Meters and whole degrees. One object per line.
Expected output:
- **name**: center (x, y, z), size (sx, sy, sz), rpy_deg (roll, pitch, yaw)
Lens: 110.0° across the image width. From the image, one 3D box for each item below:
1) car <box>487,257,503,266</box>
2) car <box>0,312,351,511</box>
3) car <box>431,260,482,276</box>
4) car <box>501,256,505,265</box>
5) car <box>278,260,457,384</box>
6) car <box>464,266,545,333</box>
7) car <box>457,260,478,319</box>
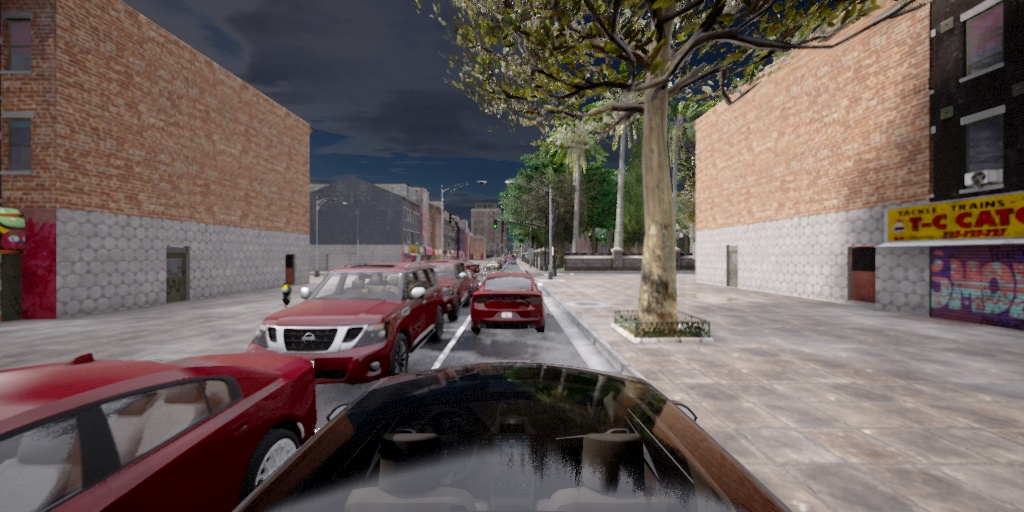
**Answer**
- **car**: center (-2.620, 1.265, 50.674), size (1.751, 1.417, 4.829), rpy_deg (0, 0, 0)
- **car**: center (-2.639, 1.295, 1.455), size (1.888, 1.381, 4.507), rpy_deg (0, 0, 0)
- **car**: center (-5.899, 1.245, 38.014), size (5.008, 1.535, 1.882), rpy_deg (0, -1, 23)
- **car**: center (-2.620, 1.054, 56.112), size (2.192, 1.841, 5.009), rpy_deg (0, 0, 0)
- **car**: center (-2.635, 1.062, 7.066), size (2.192, 1.841, 5.009), rpy_deg (0, 0, 0)
- **car**: center (-0.061, 1.223, 10.784), size (1.882, 1.535, 5.008), rpy_deg (0, 0, 1)
- **car**: center (-2.631, 1.059, 12.678), size (2.192, 1.841, 5.009), rpy_deg (0, 0, 0)
